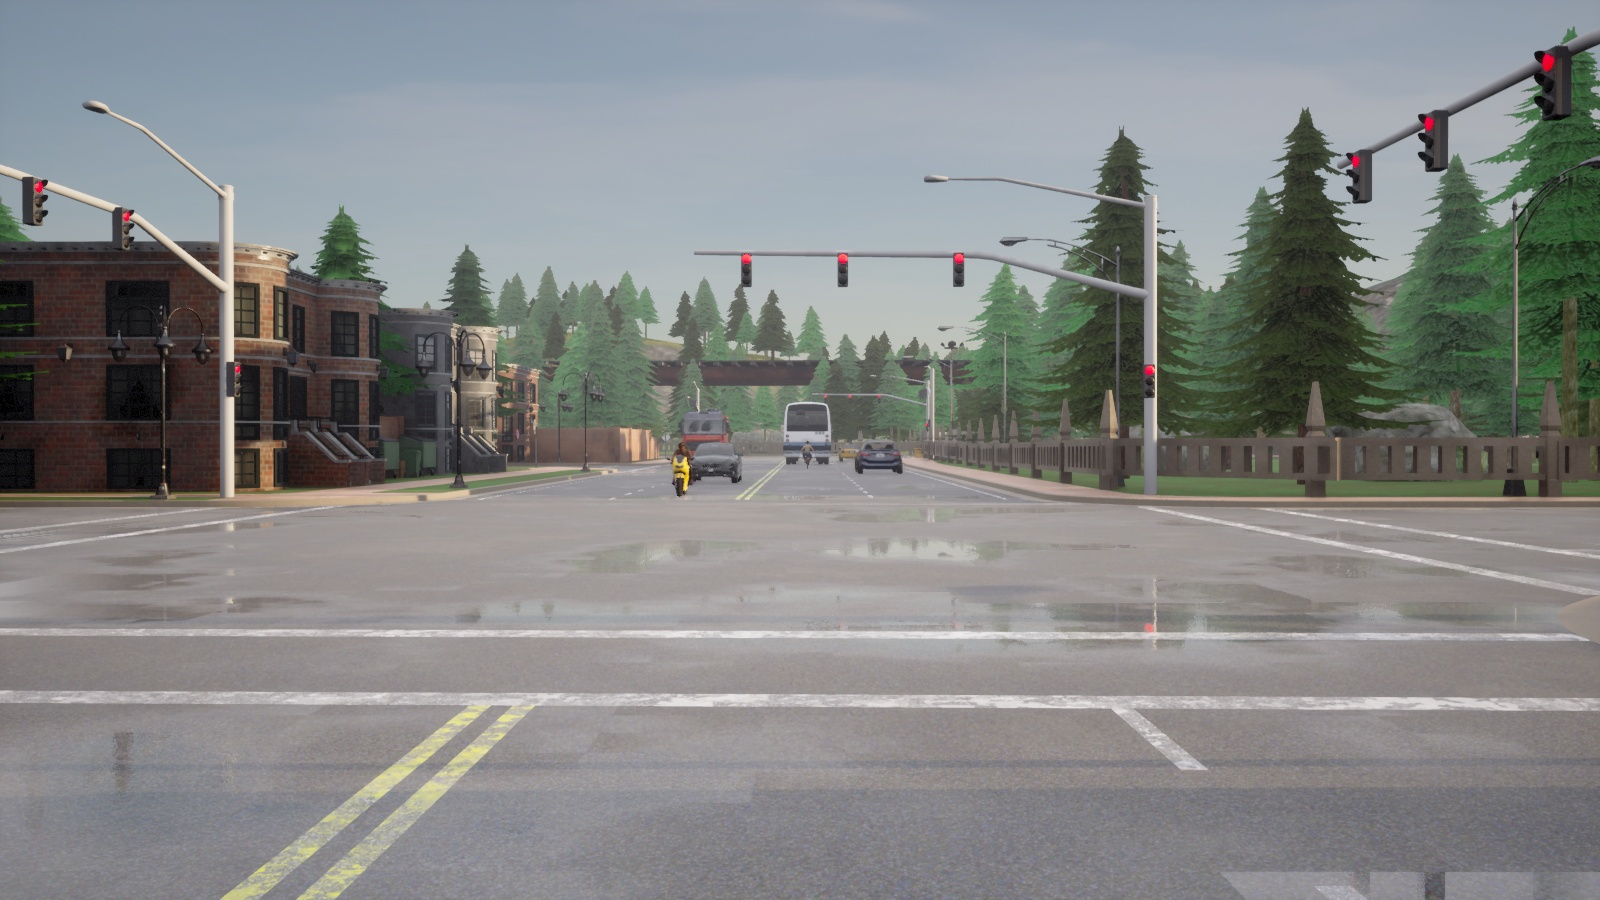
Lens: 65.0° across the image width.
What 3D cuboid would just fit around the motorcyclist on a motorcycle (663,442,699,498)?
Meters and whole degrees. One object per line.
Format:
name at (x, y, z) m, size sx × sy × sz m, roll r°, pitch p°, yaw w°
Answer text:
motorcyclist on a motorcycle at (-3.284, 0.529, 34.877) m, size 0.797 × 1.523 × 2.044 m, roll 0°, pitch 0°, yaw 0°

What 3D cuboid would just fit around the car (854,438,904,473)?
car at (3.868, 0.242, 62.414) m, size 2.242 × 1.667 × 4.611 m, roll 0°, pitch 0°, yaw 0°

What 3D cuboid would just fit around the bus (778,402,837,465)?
bus at (0.524, -1.136, 89.810) m, size 3.944 × 4.253 × 10.273 m, roll 0°, pitch 0°, yaw 0°

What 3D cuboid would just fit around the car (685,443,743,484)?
car at (-3.215, 0.480, 47.789) m, size 1.837 × 1.490 × 4.892 m, roll 0°, pitch 0°, yaw 0°

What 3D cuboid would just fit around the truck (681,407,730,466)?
truck at (-6.393, -0.909, 85.966) m, size 2.891 × 3.827 × 8.468 m, roll 0°, pitch 0°, yaw -2°
